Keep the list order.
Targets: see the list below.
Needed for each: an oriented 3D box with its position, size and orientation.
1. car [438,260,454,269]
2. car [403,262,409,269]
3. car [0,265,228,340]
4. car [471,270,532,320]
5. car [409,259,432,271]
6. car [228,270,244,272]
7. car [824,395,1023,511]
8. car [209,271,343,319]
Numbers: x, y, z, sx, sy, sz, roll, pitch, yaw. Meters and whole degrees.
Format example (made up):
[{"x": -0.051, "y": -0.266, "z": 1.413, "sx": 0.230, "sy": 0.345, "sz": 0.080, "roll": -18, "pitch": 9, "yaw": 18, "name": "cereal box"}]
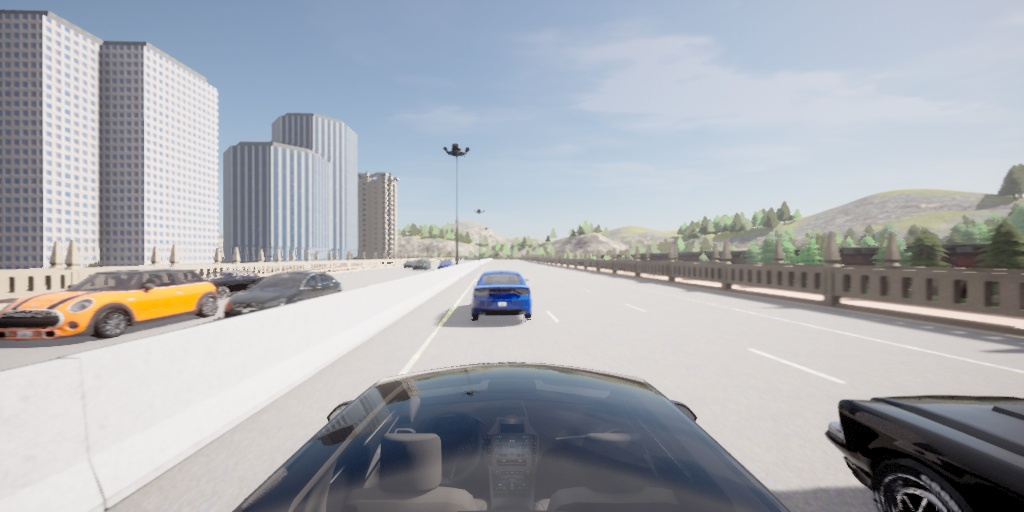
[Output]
[{"x": -9.619, "y": 1.333, "z": 52.664, "sx": 1.882, "sy": 1.535, "sz": 5.008, "roll": 0, "pitch": 0, "yaw": -3, "name": "car"}, {"x": -17.015, "y": 1.446, "z": 61.050, "sx": 2.033, "sy": 1.411, "sz": 5.357, "roll": 0, "pitch": 0, "yaw": -2, "name": "car"}, {"x": -10.942, "y": 1.160, "z": 10.212, "sx": 2.097, "sy": 1.767, "sz": 4.553, "roll": 0, "pitch": 0, "yaw": -3, "name": "car"}, {"x": -0.390, "y": 1.243, "z": 12.834, "sx": 1.882, "sy": 1.535, "sz": 5.008, "roll": 0, "pitch": 0, "yaw": -3, "name": "car"}, {"x": -13.093, "y": 1.222, "z": 52.232, "sx": 2.097, "sy": 1.767, "sz": 4.553, "roll": 0, "pitch": 0, "yaw": -3, "name": "car"}, {"x": -14.887, "y": 1.436, "z": 18.755, "sx": 1.895, "sy": 1.301, "sz": 4.718, "roll": 0, "pitch": 0, "yaw": -3, "name": "car"}, {"x": 3.490, "y": 1.335, "z": 0.757, "sx": 1.895, "sy": 1.301, "sz": 4.718, "roll": 0, "pitch": 0, "yaw": 0, "name": "car"}, {"x": -7.547, "y": 1.301, "z": 12.424, "sx": 1.837, "sy": 1.490, "sz": 4.892, "roll": 0, "pitch": 0, "yaw": -3, "name": "car"}]
